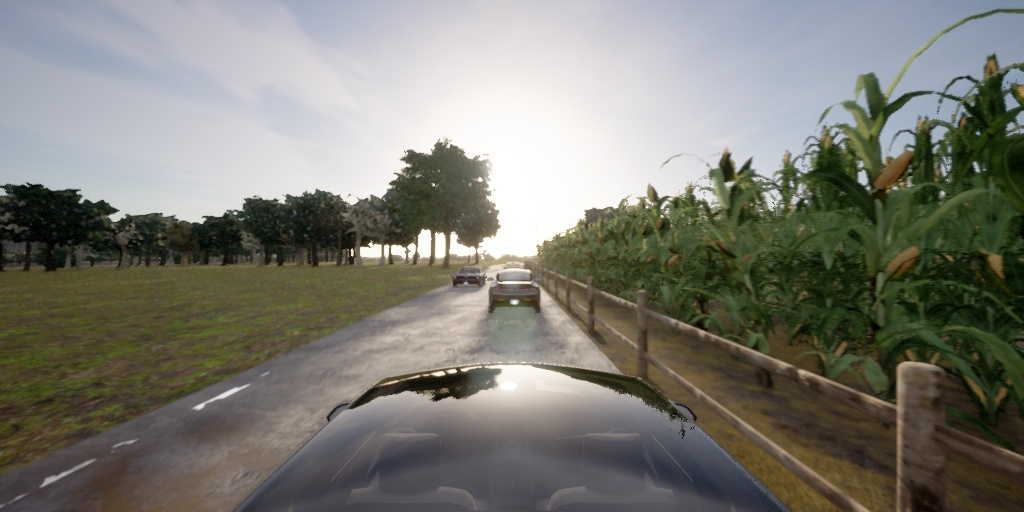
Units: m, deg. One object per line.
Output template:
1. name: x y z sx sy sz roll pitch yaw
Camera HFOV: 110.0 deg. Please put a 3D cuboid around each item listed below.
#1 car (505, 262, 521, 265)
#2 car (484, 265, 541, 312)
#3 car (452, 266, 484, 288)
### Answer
1. car: 0.104 1.282 32.481 1.882 1.535 5.008 0 0 0
2. car: 0.095 1.267 14.208 1.837 1.490 4.892 0 0 0
3. car: -2.846 1.383 24.412 1.895 1.301 4.718 0 0 0
